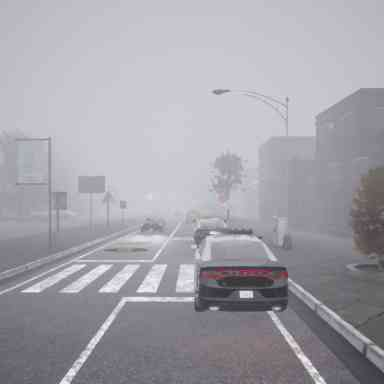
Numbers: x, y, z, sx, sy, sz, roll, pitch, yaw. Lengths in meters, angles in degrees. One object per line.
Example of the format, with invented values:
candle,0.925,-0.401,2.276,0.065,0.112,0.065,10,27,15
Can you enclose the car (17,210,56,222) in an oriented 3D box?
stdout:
car,-21.767,3.397,46.165,4.674,1.452,2.002,0,-2,0

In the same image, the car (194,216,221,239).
car,1.063,2.527,24.551,1.812,1.442,4.674,0,-2,0

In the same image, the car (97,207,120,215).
car,-21.560,4.965,84.316,5.008,1.535,2.097,0,-2,0

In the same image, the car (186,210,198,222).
car,0.209,3.278,46.665,2.097,1.767,4.553,0,-2,1

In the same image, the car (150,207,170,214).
car,-8.465,5.087,87.008,4.892,1.521,2.231,0,-3,0

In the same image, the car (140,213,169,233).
car,-3.243,2.777,28.695,1.895,1.301,4.718,0,-2,0

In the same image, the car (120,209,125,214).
car,-21.541,5.219,89.878,5.008,1.535,2.097,0,-3,0

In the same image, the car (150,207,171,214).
car,-8.485,4.964,89.818,5.566,2.045,2.435,0,-3,0

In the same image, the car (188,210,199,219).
car,0.252,4.033,60.097,2.033,1.411,5.357,0,-2,0

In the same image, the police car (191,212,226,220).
police car,1.037,2.179,18.665,1.930,1.638,5.238,0,-2,0

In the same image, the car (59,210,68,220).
car,-21.747,3.496,49.440,4.892,1.521,2.231,0,-2,0

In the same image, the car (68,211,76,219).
car,-21.741,3.632,52.711,5.008,1.535,2.097,0,-2,0

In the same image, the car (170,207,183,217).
car,-2.951,4.264,70.330,2.097,1.767,4.553,0,-2,0

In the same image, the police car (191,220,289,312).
police car,0.999,1.766,8.664,1.930,1.638,5.238,0,-2,0
